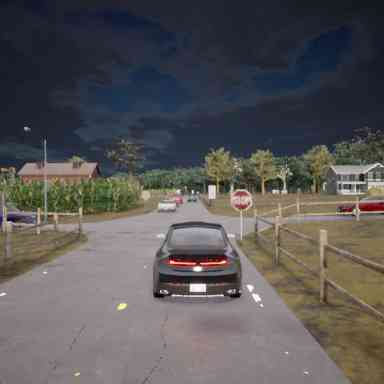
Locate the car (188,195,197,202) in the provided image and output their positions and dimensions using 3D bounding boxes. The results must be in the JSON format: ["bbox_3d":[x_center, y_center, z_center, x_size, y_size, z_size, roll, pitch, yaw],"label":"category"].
[{"bbox_3d":[0.060,1.492,70.349,1.994,1.385,4.181,0,0,0],"label":"car"}]

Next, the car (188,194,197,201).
[{"bbox_3d":[0.071,1.310,80.362,2.033,1.411,5.357,0,0,0],"label":"car"}]

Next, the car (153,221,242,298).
[{"bbox_3d":[0.106,1.508,8.522,1.837,1.490,4.892,0,0,0],"label":"car"}]

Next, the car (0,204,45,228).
[{"bbox_3d":[-12.577,1.612,22.817,4.553,1.767,2.097,-1,-2,-3],"label":"car"}]

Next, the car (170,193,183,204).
[{"bbox_3d":[-2.782,1.171,60.018,2.150,2.045,5.566,0,1,-1],"label":"car"}]

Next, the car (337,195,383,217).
[{"bbox_3d":[13.784,1.027,25.537,5.008,1.535,1.882,-2,-2,0],"label":"car"}]

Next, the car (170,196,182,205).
[{"bbox_3d":[-2.805,1.570,47.613,1.895,1.301,4.718,0,0,0],"label":"car"}]

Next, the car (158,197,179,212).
[{"bbox_3d":[-2.823,1.581,38.023,1.895,1.301,4.718,0,0,0],"label":"car"}]
